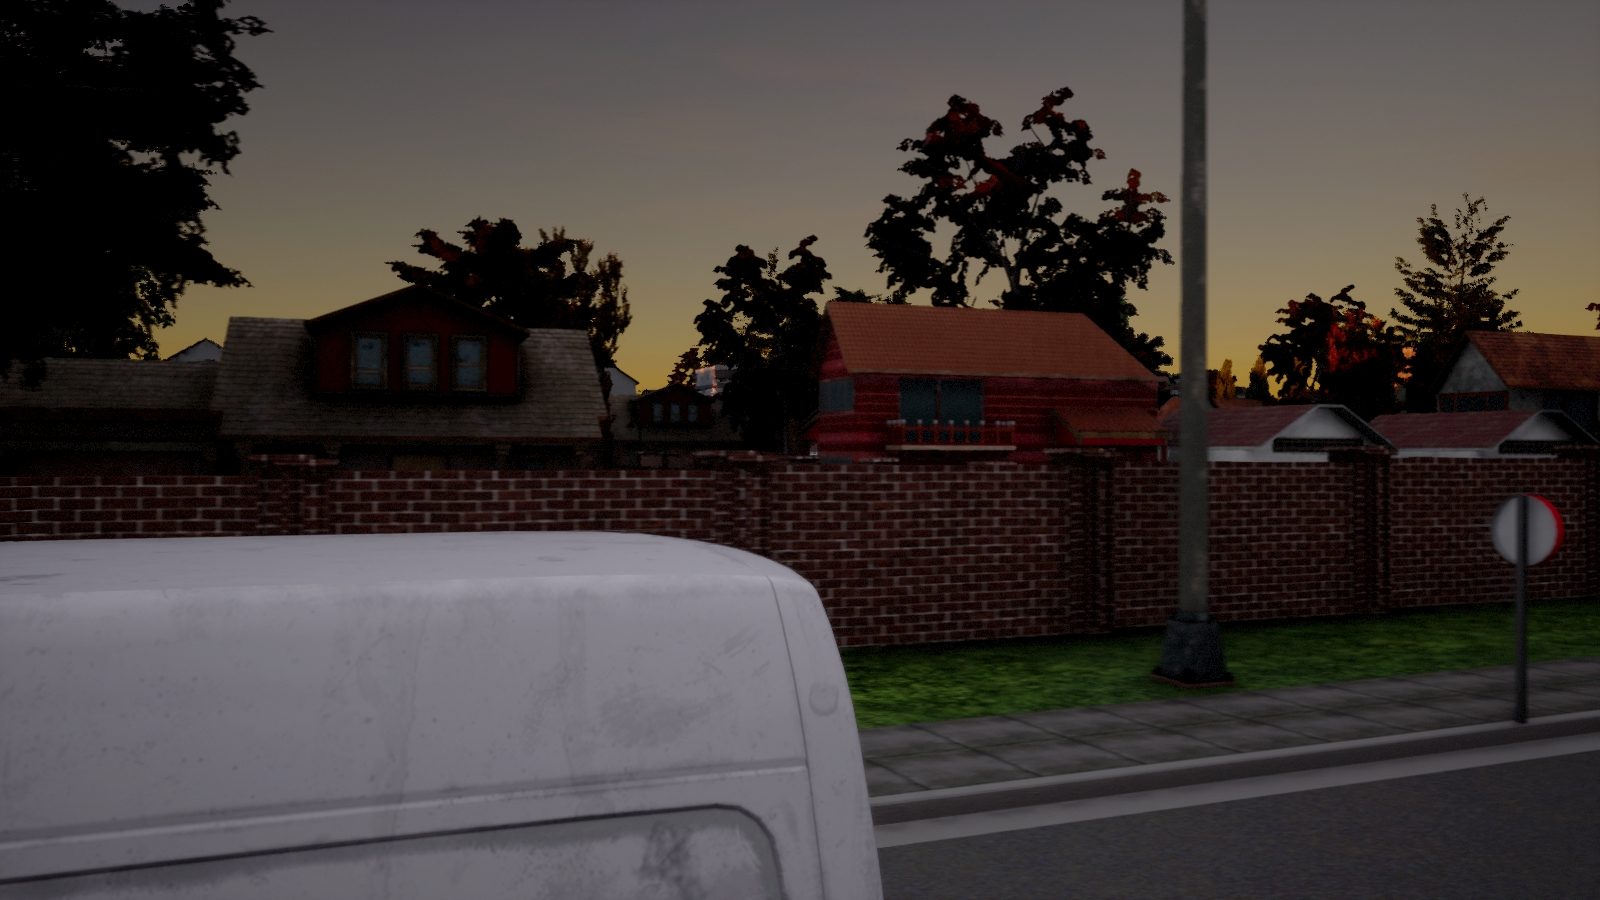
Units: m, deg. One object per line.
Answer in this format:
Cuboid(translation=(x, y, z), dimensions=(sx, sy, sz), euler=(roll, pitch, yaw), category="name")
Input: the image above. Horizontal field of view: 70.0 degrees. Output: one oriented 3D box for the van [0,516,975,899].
Cuboid(translation=(-2.759, 1.521, 2.290), dimensions=(5.915, 2.561, 1.988), euler=(0, 0, -20), category="van")
